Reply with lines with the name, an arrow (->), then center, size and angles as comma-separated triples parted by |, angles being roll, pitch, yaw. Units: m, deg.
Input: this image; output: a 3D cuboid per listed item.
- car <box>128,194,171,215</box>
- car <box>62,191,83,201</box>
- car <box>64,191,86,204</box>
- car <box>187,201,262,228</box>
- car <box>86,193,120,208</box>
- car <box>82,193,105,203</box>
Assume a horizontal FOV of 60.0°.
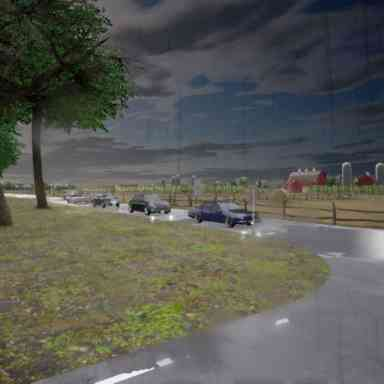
car -> -3.679, 0.955, 28.471 | 2.097, 1.767, 4.553 | -1, 2, -36
car -> -20.173, 0.615, 56.090 | 2.128, 1.511, 4.902 | -1, 1, -36
car -> -15.411, 0.919, 44.730 | 1.895, 1.301, 4.718 | -1, 1, -35
car -> 1.851, 1.304, 20.841 | 2.033, 1.411, 5.357 | -1, 2, -36
car -> -9.540, 0.945, 36.575 | 2.128, 1.511, 4.902 | -1, 1, -36
car -> -14.243, 0.813, 48.002 | 1.994, 1.385, 4.181 | -1, 1, -35
